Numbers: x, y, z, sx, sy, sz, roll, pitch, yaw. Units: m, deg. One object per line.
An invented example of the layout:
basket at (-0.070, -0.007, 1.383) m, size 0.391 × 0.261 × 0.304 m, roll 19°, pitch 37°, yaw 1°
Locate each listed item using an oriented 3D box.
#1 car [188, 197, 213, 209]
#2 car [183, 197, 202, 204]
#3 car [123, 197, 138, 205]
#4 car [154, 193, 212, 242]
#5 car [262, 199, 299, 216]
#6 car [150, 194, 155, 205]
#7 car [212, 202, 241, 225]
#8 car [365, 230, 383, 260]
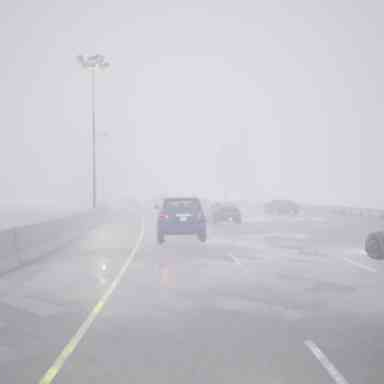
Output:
car at (1.105, 1.430, 45.660) m, size 2.128 × 1.511 × 4.902 m, roll 0°, pitch 0°, yaw -16°
car at (0.047, 1.533, 61.573) m, size 1.895 × 1.301 × 4.718 m, roll -1°, pitch 0°, yaw -22°
car at (-11.329, 1.602, 60.864) m, size 2.033 × 1.411 × 5.357 m, roll -1°, pitch 0°, yaw -23°
car at (-0.651, 1.211, 16.497) m, size 2.150 × 2.045 × 5.566 m, roll 0°, pitch 0°, yaw -6°
car at (8.022, 1.384, 30.544) m, size 1.837 × 1.490 × 4.892 m, roll 1°, pitch -1°, yaw -11°
car at (-5.343, 1.218, 55.359) m, size 2.150 × 2.045 × 5.566 m, roll 0°, pitch 0°, yaw -20°
car at (2.065, 1.457, 23.555) m, size 1.837 × 1.490 × 4.892 m, roll 1°, pitch 0°, yaw -9°
car at (6.893, 1.479, 9.514) m, size 1.994 × 1.385 × 4.181 m, roll 0°, pitch 0°, yaw -4°
